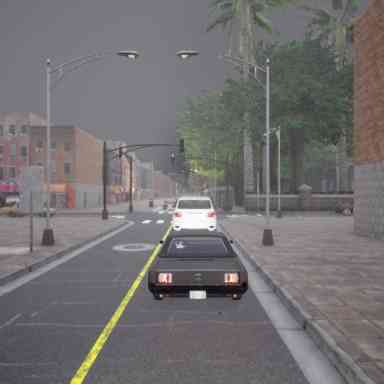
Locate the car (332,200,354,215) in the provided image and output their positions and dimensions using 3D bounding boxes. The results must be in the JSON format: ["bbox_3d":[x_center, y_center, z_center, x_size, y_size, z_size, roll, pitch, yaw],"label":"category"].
[{"bbox_3d":[16.279,1.456,32.401,5.008,1.535,1.882,0,0,0],"label":"car"}]

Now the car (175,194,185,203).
[{"bbox_3d":[-2.656,1.406,73.971,2.097,1.767,4.553,0,0,0],"label":"car"}]

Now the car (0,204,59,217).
[{"bbox_3d":[-14.403,1.573,29.666,4.829,1.417,1.752,0,0,0],"label":"car"}]

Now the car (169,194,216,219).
[{"bbox_3d":[0.128,1.230,18.096,2.150,2.045,5.566,0,0,0],"label":"car"}]

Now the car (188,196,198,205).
[{"bbox_3d":[0.178,1.566,63.569,1.837,1.490,4.892,0,0,0],"label":"car"}]

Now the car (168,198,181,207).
[{"bbox_3d":[-2.773,1.651,53.723,1.895,1.301,4.718,0,0,0],"label":"car"}]

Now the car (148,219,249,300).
[{"bbox_3d":[0.111,1.603,8.332,1.895,1.301,4.718,0,0,0],"label":"car"}]

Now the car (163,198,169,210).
[{"bbox_3d":[-2.790,1.564,44.547,1.812,1.442,4.674,0,0,0],"label":"car"}]

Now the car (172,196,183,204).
[{"bbox_3d":[-2.724,1.540,63.836,1.882,1.535,5.008,0,0,1],"label":"car"}]

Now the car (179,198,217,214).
[{"bbox_3d":[0.572,1.521,36.814,2.128,1.511,4.902,-1,0,-26],"label":"car"}]

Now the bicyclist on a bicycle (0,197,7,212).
[{"bbox_3d":[-20.098,1.373,35.313,0.582,1.620,1.656,0,0,0],"label":"bicyclist on a bicycle"}]
